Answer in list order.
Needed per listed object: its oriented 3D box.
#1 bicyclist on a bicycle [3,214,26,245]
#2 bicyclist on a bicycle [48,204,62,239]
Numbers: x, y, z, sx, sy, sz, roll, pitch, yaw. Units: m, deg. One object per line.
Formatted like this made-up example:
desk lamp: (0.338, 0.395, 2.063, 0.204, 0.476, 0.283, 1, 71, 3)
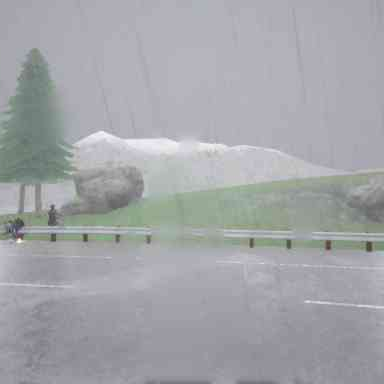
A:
bicyclist on a bicycle: (-7.752, 1.725, 14.711, 0.582, 1.656, 1.620, 1, 3, 0)
bicyclist on a bicycle: (-6.324, 1.332, 15.377, 0.582, 1.620, 1.656, 3, -45, -39)
